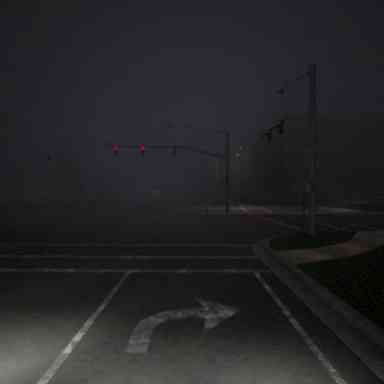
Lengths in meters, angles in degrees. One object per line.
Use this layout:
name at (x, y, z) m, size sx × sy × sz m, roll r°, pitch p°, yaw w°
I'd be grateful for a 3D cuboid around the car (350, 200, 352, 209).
car at (21.854, 1.366, 39.046) m, size 5.008 × 1.535 × 1.882 m, roll 0°, pitch 0°, yaw 0°

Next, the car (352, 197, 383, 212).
car at (20.181, 1.499, 35.537) m, size 4.718 × 1.301 × 1.895 m, roll 0°, pitch 0°, yaw 0°

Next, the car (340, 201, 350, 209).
car at (21.430, 1.404, 42.541) m, size 4.674 × 1.442 × 1.812 m, roll 0°, pitch 0°, yaw 0°
